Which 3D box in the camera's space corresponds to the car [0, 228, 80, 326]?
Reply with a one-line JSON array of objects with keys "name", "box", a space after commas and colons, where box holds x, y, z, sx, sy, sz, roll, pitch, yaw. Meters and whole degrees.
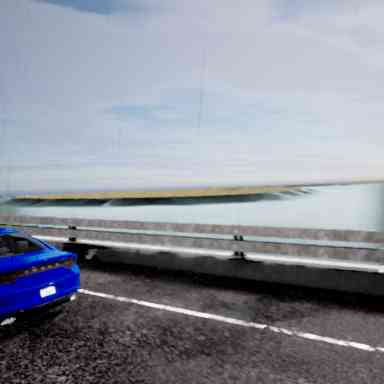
[{"name": "car", "box": [-4.432, 1.462, 6.544, 5.008, 1.535, 1.882, -1, 1, 30]}]
